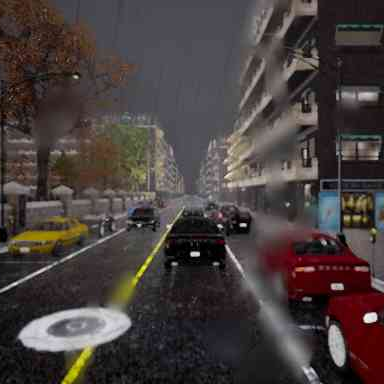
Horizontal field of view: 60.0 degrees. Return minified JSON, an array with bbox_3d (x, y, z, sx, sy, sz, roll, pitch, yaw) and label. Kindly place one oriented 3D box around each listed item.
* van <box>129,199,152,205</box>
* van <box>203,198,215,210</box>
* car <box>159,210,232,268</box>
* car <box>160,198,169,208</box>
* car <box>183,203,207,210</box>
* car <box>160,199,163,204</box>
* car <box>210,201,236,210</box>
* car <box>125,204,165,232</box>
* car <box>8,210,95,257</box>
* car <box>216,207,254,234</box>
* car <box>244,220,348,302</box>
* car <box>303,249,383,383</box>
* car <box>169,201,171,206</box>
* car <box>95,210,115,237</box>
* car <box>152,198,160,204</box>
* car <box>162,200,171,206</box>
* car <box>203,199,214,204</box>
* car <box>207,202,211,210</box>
[{"bbox_3d":[-5.708,1.748,36.051,1.690,1.788,3.998,0,-1,0],"label":"van"},{"bbox_3d":[2.666,1.937,52.660,1.690,1.788,3.998,0,-1,0],"label":"van"},{"bbox_3d":[0.096,1.609,11.765,1.882,1.535,5.008,0,-1,0],"label":"car"},{"bbox_3d":[-5.717,1.975,58.192,2.192,1.841,5.009,0,-1,0],"label":"car"},{"bbox_3d":[0.089,1.940,30.159,1.895,1.301,4.718,0,-1,0],"label":"car"},{"bbox_3d":[-5.711,2.083,47.119,2.008,1.369,4.403,0,-1,0],"label":"car"},{"bbox_3d":[2.677,1.721,24.985,1.967,1.590,4.097,0,-1,0],"label":"car"},{"bbox_3d":[-3.107,1.751,21.951,1.837,1.490,4.892,0,-1,0],"label":"car"},{"bbox_3d":[-5.698,1.680,13.740,1.752,1.417,4.829,0,-1,0],"label":"car"},{"bbox_3d":[2.680,1.784,19.449,1.947,1.339,4.313,0,-1,0],"label":"car"},{"bbox_3d":[2.684,1.639,8.379,1.887,1.381,4.507,0,-1,0],"label":"car"},{"bbox_3d":[2.686,1.577,2.844,1.887,1.381,4.507,0,-1,0],"label":"car"},{"bbox_3d":[-5.717,2.290,63.724,1.947,1.339,4.313,0,-1,0],"label":"car"},{"bbox_3d":[-5.701,1.769,19.445,2.008,1.369,4.403,0,-1,0],"label":"car"},{"bbox_3d":[-5.711,1.784,41.587,2.192,1.841,5.009,0,-1,0],"label":"car"},{"bbox_3d":[-5.721,2.434,74.793,1.802,1.307,4.206,0,-1,0],"label":"car"},{"bbox_3d":[2.669,2.098,47.123,1.947,1.339,4.313,0,-1,0],"label":"car"},{"bbox_3d":[2.675,1.909,30.518,1.947,1.339,4.313,0,-1,0],"label":"car"}]
